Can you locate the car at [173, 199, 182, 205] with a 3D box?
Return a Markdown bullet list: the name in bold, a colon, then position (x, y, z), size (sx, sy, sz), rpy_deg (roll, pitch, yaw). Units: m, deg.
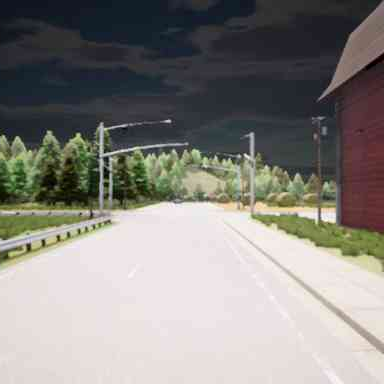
- **car**: position (-3.453, 2.402, 81.112), size (1.837, 1.490, 4.892), rpy_deg (0, -1, 0)
